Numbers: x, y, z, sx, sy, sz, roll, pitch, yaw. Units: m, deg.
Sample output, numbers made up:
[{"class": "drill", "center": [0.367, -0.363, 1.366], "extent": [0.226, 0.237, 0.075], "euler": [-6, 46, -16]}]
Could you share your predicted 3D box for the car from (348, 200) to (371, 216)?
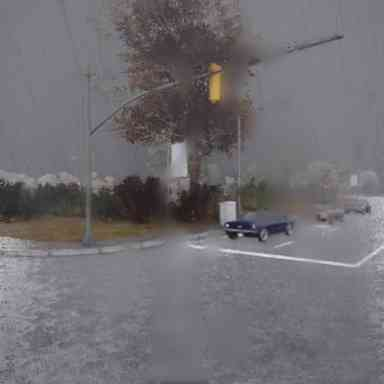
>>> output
[{"class": "car", "center": [16.767, 1.549, 33.628], "extent": [2.033, 1.411, 5.357], "euler": [-1, 0, 38]}]

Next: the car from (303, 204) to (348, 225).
[{"class": "car", "center": [9.814, 1.606, 24.765], "extent": [1.994, 1.385, 4.181], "euler": [-1, 0, 39]}]

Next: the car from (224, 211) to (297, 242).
[{"class": "car", "center": [3.576, 1.656, 16.973], "extent": [1.895, 1.301, 4.718], "euler": [-1, 0, 39]}]
